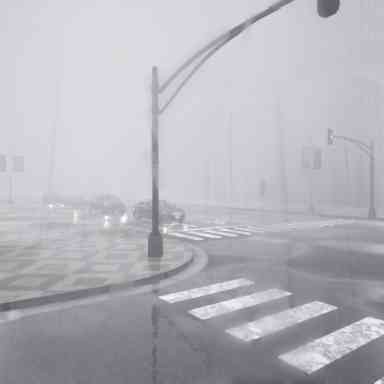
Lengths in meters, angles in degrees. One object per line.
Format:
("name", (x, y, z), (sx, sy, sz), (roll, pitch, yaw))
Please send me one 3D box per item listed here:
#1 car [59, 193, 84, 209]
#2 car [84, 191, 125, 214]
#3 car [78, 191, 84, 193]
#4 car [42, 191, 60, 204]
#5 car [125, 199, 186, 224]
("car", (-12.900, 1.094, 37.009), (1.895, 1.301, 4.718), (0, 1, -36))
("car", (-7.656, 0.974, 29.717), (2.097, 1.767, 4.553), (0, 1, -36))
("car", (-21.671, 0.517, 66.194), (1.882, 1.535, 5.008), (0, 1, -36))
("car", (-18.885, 0.692, 45.371), (2.097, 1.767, 4.553), (0, 1, -35))
("car", (-2.325, 1.242, 22.316), (2.128, 1.511, 4.902), (0, 1, -36))
